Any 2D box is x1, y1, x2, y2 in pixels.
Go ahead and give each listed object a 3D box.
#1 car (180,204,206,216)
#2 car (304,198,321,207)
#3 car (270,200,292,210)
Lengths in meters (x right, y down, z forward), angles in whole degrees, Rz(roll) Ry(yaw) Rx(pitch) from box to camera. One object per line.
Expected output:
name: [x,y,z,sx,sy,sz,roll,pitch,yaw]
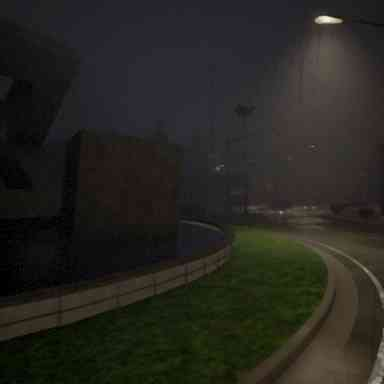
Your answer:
car: [-0.510,2.037,38.508,4.181,1.385,1.994,0,-1,-21]
car: [22.915,1.876,63.211,2.097,1.767,4.553,-1,-1,37]
car: [13.678,1.973,50.950,1.837,1.490,4.892,-1,-1,38]
